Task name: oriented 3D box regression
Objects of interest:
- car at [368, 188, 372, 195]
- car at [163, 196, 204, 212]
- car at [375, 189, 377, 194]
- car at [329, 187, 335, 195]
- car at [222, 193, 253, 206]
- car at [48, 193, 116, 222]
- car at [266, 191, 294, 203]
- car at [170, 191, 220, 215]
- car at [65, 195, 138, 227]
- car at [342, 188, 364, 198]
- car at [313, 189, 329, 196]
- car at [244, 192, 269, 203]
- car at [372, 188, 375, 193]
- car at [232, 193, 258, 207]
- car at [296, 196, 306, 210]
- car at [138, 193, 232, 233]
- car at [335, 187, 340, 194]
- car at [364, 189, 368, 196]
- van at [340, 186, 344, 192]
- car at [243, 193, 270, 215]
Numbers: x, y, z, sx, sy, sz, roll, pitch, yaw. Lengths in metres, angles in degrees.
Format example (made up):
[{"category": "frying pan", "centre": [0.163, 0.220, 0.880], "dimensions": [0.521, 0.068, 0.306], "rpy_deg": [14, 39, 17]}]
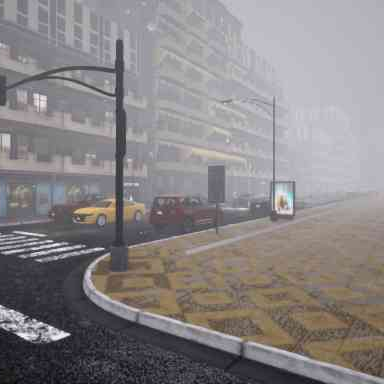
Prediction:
[{"category": "car", "centre": [34.753, 0.095, 67.765], "dimensions": [1.887, 1.381, 4.507], "rpy_deg": [1, 2, 35]}, {"category": "car", "centre": [-0.730, 1.069, 31.572], "dimensions": [1.802, 1.307, 4.206], "rpy_deg": [2, 2, 35]}, {"category": "car", "centre": [44.277, -0.221, 81.411], "dimensions": [2.008, 1.369, 4.403], "rpy_deg": [1, 2, 35]}, {"category": "car", "centre": [31.012, -0.027, 77.048], "dimensions": [1.887, 1.381, 4.507], "rpy_deg": [2, 2, 35]}, {"category": "car", "centre": [5.619, 0.828, 40.667], "dimensions": [2.008, 1.369, 4.403], "rpy_deg": [2, 2, 35]}, {"category": "car", "centre": [-7.076, 1.010, 22.469], "dimensions": [2.192, 1.841, 5.009], "rpy_deg": [1, 2, 35]}, {"category": "car", "centre": [12.084, 0.631, 45.338], "dimensions": [2.128, 1.511, 4.902], "rpy_deg": [0, 1, 35]}, {"category": "car", "centre": [0.339, 0.878, 28.601], "dimensions": [2.097, 1.767, 4.553], "rpy_deg": [0, 1, 35]}, {"category": "car", "centre": [-5.045, 1.180, 20.880], "dimensions": [1.882, 1.535, 5.008], "rpy_deg": [0, 1, 34]}, {"category": "car", "centre": [28.403, 0.308, 58.668], "dimensions": [1.887, 1.381, 4.507], "rpy_deg": [1, 2, 35]}, {"category": "car", "centre": [27.838, -0.025, 72.497], "dimensions": [1.967, 1.590, 4.097], "rpy_deg": [2, 2, 35]}, {"category": "car", "centre": [8.792, 0.754, 45.214], "dimensions": [1.802, 1.307, 4.206], "rpy_deg": [2, 2, 35]}, {"category": "car", "centre": [37.928, -0.012, 72.314], "dimensions": [1.887, 1.381, 4.507], "rpy_deg": [1, 2, 35]}, {"category": "car", "centre": [6.080, 0.842, 36.812], "dimensions": [1.837, 1.490, 4.892], "rpy_deg": [0, 1, 35]}, {"category": "car", "centre": [9.353, 0.965, 31.376], "dimensions": [1.947, 1.339, 4.313], "rpy_deg": [1, 2, 35]}, {"category": "car", "centre": [-0.170, 1.026, 17.724], "dimensions": [2.192, 1.841, 5.009], "rpy_deg": [1, 2, 35]}, {"category": "car", "centre": [34.187, -0.240, 81.593], "dimensions": [1.967, 1.590, 4.097], "rpy_deg": [2, 2, 35]}, {"category": "car", "centre": [31.578, 0.098, 63.213], "dimensions": [1.967, 1.590, 4.097], "rpy_deg": [1, 2, 35]}, {"category": "van", "centre": [37.362, -0.446, 86.137], "dimensions": [1.690, 1.788, 3.998], "rpy_deg": [2, 2, 35]}, {"category": "car", "centre": [6.178, 1.069, 26.827], "dimensions": [1.947, 1.339, 4.313], "rpy_deg": [1, 2, 35]}]
